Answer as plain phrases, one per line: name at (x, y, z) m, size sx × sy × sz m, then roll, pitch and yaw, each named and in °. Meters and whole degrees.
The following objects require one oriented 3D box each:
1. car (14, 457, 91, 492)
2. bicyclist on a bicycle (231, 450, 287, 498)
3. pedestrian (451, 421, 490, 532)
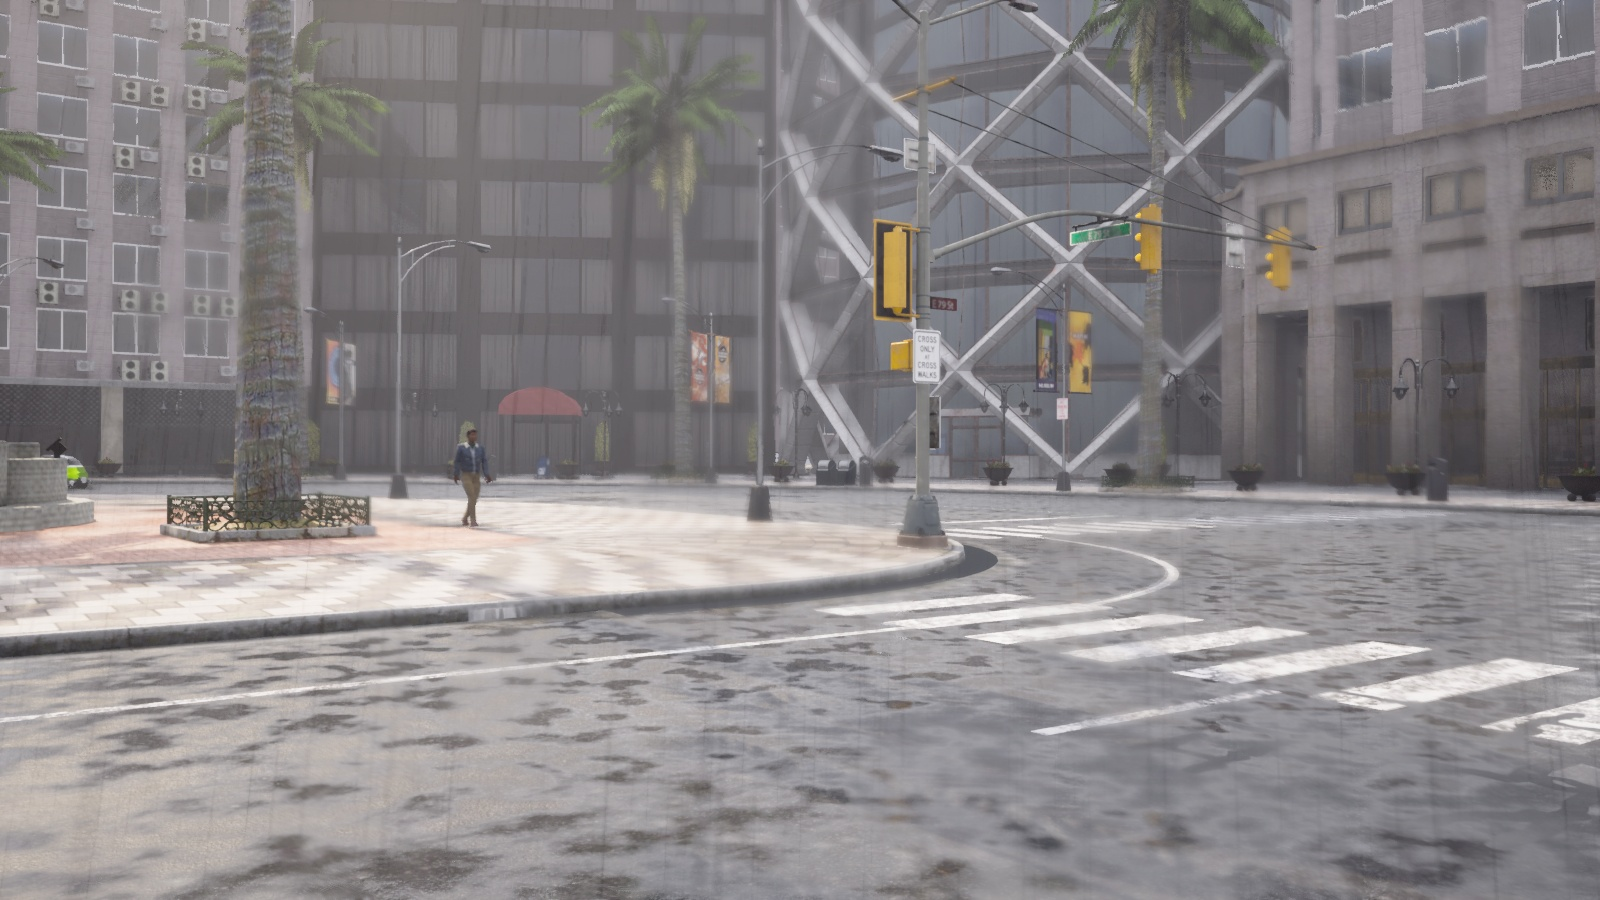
car at (-29.890, 0.986, 50.246) m, size 2.207 × 1.376 × 1.481 m, roll 0°, pitch 0°, yaw -6°
bicyclist on a bicycle at (-18.561, 0.826, 43.098) m, size 1.509 × 1.612 × 0.866 m, roll 0°, pitch 0°, yaw 10°
pedestrian at (-5.896, 0.469, 22.471) m, size 0.423 × 1.949 × 0.788 m, roll 0°, pitch 0°, yaw -36°
